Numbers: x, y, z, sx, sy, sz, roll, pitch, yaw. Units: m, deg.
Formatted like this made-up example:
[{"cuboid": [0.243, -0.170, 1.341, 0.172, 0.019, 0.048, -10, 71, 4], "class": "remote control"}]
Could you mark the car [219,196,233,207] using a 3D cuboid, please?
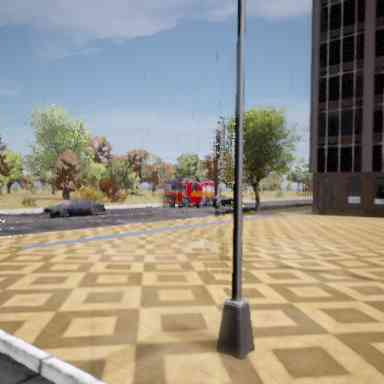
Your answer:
[{"cuboid": [4.252, 1.310, 47.218, 2.128, 1.511, 4.902, 1, 1, 39], "class": "car"}]

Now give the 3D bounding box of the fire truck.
[{"cuboid": [-0.147, 0.092, 46.763, 2.891, 3.827, 8.468, 1, 1, 38], "class": "fire truck"}]

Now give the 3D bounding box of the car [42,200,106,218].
[{"cuboid": [-10.130, 1.387, 29.004, 2.033, 1.411, 5.357, 1, 1, 38], "class": "car"}]
